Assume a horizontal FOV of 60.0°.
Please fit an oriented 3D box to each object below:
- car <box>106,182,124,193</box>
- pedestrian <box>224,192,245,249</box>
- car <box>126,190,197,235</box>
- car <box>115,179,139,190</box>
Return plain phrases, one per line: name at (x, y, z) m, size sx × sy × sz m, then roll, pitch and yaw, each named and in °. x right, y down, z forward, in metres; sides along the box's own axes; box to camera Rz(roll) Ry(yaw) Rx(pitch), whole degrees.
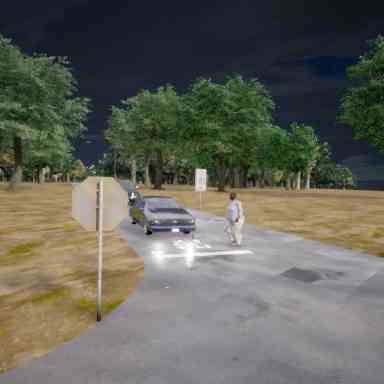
car at (-11.410, -0.737, 49.159) m, size 1.837 × 1.490 × 4.892 m, roll 1°, pitch 2°, yaw -21°
pedestrian at (1.361, 0.882, 10.754) m, size 0.375 × 1.860 × 0.375 m, roll 4°, pitch -1°, yaw -21°
car at (-1.523, 0.895, 14.684) m, size 2.033 × 1.411 × 5.357 m, roll 1°, pitch 2°, yaw -21°
car at (-5.309, 0.082, 24.523) m, size 2.150 × 2.045 × 5.566 m, roll 1°, pitch 2°, yaw -21°
